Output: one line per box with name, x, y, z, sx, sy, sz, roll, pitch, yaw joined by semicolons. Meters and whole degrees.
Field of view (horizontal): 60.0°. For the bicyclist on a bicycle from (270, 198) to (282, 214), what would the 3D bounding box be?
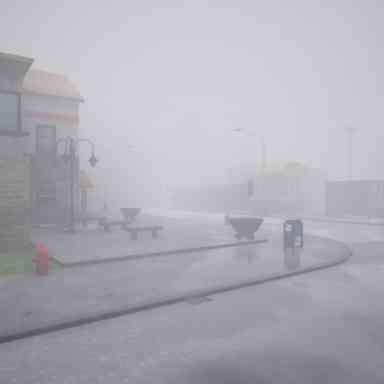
bicyclist on a bicycle;8.091;1.349;32.036;1.656;1.620;0.582;0;0;-35
